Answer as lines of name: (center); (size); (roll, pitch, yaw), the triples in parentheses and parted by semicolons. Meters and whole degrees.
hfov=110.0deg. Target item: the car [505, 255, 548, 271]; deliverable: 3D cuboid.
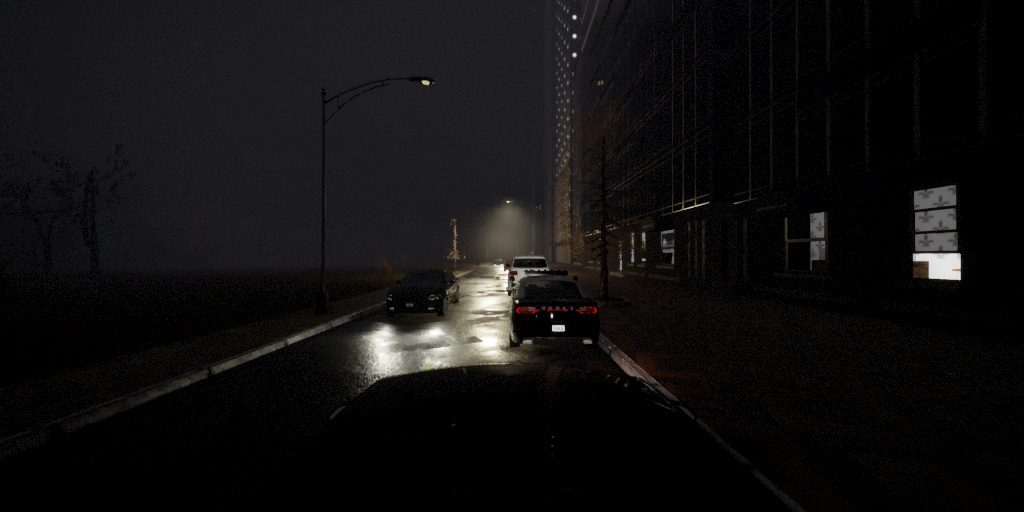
car: (0.857, 0.975, 19.351); (2.150, 2.045, 5.566); (0, 0, 0)

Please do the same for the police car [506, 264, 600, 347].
police car: (0.881, 1.175, 9.430); (1.930, 1.638, 5.238); (0, 0, 0)

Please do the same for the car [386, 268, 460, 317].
car: (-3.128, 1.228, 13.431); (1.882, 1.535, 5.008); (0, 0, 0)

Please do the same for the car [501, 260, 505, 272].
car: (-0.085, 1.226, 47.546); (1.882, 1.535, 5.008); (0, 0, 0)
